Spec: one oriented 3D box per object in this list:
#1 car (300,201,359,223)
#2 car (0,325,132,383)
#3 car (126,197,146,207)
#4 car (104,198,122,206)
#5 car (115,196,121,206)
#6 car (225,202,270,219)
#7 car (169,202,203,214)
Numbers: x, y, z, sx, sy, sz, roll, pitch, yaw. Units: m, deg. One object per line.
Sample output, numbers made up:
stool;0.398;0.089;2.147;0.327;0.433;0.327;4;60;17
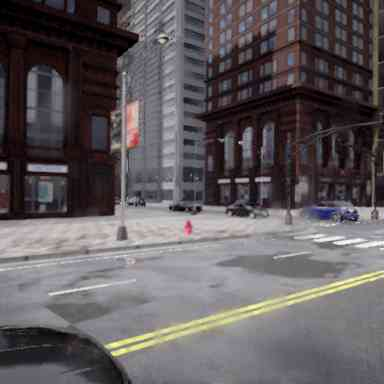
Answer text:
car;11.071;1.527;27.191;2.097;1.767;4.553;0;-1;-31
car;-2.636;1.489;1.576;4.902;1.511;2.128;0;0;-35
car;-9.632;1.701;57.046;2.097;1.767;4.553;1;-1;-35
car;-15.525;1.959;65.286;1.994;1.385;4.181;1;-1;-35
car;-14.755;1.210;58.961;2.150;2.045;5.566;1;-1;-35
car;5.010;1.699;30.622;1.812;1.442;4.674;1;-1;-35
car;-0.750;1.819;38.834;1.895;1.301;4.718;1;-1;-35
